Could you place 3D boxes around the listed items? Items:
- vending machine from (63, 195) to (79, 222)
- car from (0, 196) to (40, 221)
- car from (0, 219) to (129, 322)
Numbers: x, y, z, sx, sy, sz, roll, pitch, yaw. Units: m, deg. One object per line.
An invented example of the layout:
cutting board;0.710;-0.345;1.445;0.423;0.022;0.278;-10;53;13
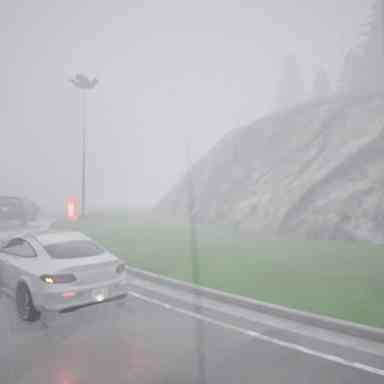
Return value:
vending machine;-9.628;1.317;26.586;1.100;2.100;0.880;0;0;-14
car;-13.094;1.308;24.682;2.150;2.045;5.566;0;0;-16
car;-3.199;1.558;7.334;1.812;1.442;4.674;0;0;-45
